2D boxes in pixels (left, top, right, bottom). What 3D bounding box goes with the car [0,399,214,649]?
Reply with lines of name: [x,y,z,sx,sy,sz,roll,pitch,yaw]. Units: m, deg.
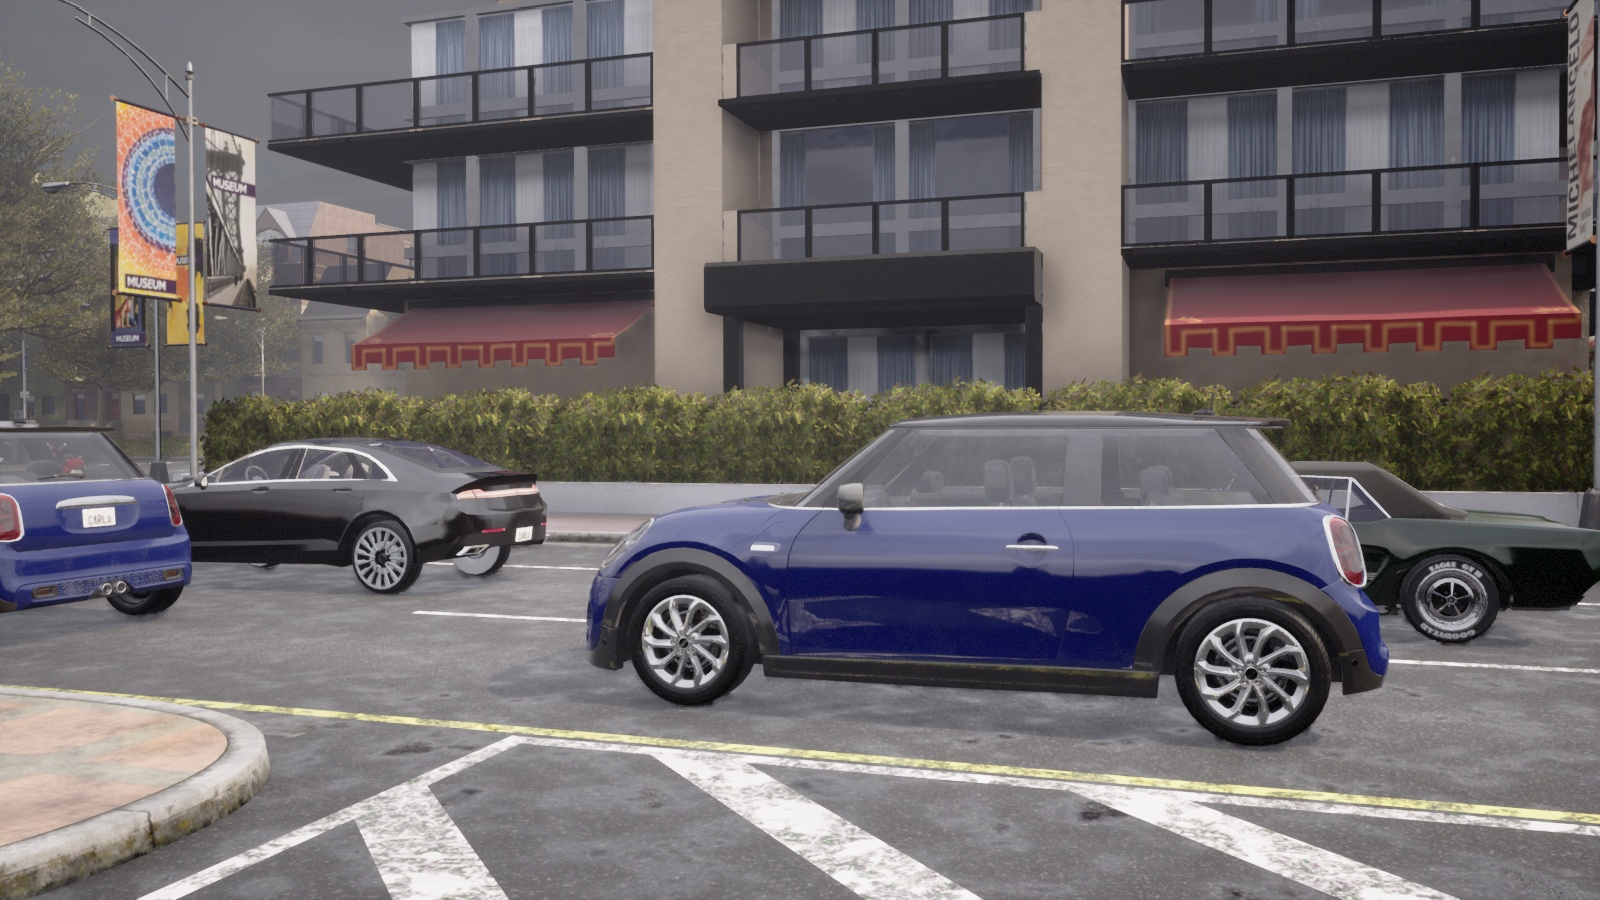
car: [-7.503,0.490,10.465,4.553,1.767,2.097,1,1,19]

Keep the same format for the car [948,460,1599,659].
car: [3.746,0.775,10.374,4.718,1.301,1.895,1,1,19]

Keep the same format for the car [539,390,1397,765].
car: [0.966,0.567,7.615,4.553,1.767,2.097,1,1,18]

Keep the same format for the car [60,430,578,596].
car: [-5.065,0.550,13.338,4.902,1.511,2.128,1,1,19]
